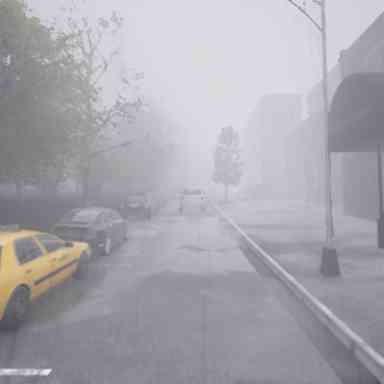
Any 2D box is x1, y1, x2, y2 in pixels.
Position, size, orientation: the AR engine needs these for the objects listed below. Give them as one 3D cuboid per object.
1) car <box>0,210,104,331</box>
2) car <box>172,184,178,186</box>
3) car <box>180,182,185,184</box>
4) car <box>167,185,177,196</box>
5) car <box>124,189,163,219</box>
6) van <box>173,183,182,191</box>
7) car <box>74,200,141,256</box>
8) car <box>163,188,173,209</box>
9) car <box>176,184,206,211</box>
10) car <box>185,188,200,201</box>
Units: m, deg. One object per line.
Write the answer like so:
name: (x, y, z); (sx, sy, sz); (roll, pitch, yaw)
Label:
car: (-3.630, 1.406, 6.757); (1.946, 1.575, 5.366); (1, 1, 2)
car: (-3.644, -0.092, 57.098); (2.163, 1.488, 4.792); (0, 2, 2)
car: (-3.642, -1.142, 79.358); (2.435, 2.045, 5.566); (0, 2, 2)
car: (-3.640, 0.248, 46.117); (1.946, 1.575, 5.366); (0, 2, 2)
car: (-3.651, 0.870, 23.624); (2.185, 1.767, 4.553); (0, 2, 2)
van: (-3.638, -1.311, 85.014); (1.878, 1.987, 4.442); (0, 2, 2)
car: (-3.632, 1.319, 12.495); (2.231, 1.521, 4.892); (1, 2, 2)
car: (-3.649, 0.630, 34.790); (2.231, 1.521, 4.892); (0, 2, 2)
car: (0.011, 0.550, 29.413); (2.150, 2.045, 5.566); (0, 2, 0)
car: (0.063, 0.319, 44.837); (1.837, 1.490, 4.892); (0, 2, 0)
